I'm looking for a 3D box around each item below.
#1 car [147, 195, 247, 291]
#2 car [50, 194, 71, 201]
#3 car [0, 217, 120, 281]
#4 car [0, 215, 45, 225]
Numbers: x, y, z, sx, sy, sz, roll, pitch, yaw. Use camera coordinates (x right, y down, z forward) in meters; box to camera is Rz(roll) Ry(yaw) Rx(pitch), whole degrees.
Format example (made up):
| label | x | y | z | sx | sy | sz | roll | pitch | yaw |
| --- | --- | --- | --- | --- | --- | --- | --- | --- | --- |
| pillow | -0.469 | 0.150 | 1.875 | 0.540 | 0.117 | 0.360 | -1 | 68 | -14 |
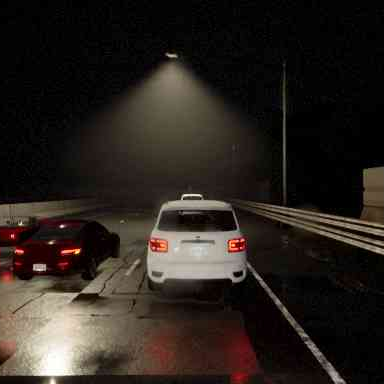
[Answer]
| label | x | y | z | sx | sy | sz | roll | pitch | yaw |
| --- | --- | --- | --- | --- | --- | --- | --- | --- | --- |
| car | 0.093 | 1.222 | 9.146 | 2.150 | 2.045 | 5.566 | 0 | 0 | 0 |
| car | -21.313 | 1.046 | 54.125 | 1.882 | 1.535 | 5.008 | 0 | 0 | -1 |
| car | -3.415 | 1.526 | 9.770 | 1.812 | 1.442 | 4.674 | 0 | 0 | 0 |
| car | -6.924 | 1.602 | 13.974 | 1.895 | 1.301 | 4.718 | 0 | 0 | 0 |
